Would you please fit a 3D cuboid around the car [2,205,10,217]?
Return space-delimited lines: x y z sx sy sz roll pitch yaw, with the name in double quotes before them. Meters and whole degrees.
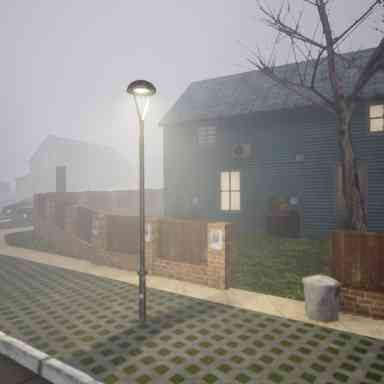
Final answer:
"car" -11.088 1.036 23.663 1.994 1.385 4.181 -1 1 30

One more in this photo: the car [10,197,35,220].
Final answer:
"car" -8.835 1.053 21.680 1.895 1.301 4.718 -1 1 30
